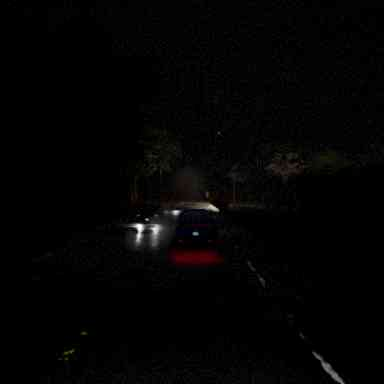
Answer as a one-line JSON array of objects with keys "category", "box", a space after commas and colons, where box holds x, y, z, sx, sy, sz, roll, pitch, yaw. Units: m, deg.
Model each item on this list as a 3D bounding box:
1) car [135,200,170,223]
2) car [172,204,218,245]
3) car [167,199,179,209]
[{"category": "car", "box": [-3.243, 1.659, 27.007, 2.033, 1.411, 5.357, 1, 0, 1]}, {"category": "car", "box": [0.182, 1.565, 16.027, 1.882, 1.535, 5.008, 1, 0, 1]}, {"category": "car", "box": [-2.918, 1.754, 46.890, 1.882, 1.535, 5.008, 1, 0, 1]}]
